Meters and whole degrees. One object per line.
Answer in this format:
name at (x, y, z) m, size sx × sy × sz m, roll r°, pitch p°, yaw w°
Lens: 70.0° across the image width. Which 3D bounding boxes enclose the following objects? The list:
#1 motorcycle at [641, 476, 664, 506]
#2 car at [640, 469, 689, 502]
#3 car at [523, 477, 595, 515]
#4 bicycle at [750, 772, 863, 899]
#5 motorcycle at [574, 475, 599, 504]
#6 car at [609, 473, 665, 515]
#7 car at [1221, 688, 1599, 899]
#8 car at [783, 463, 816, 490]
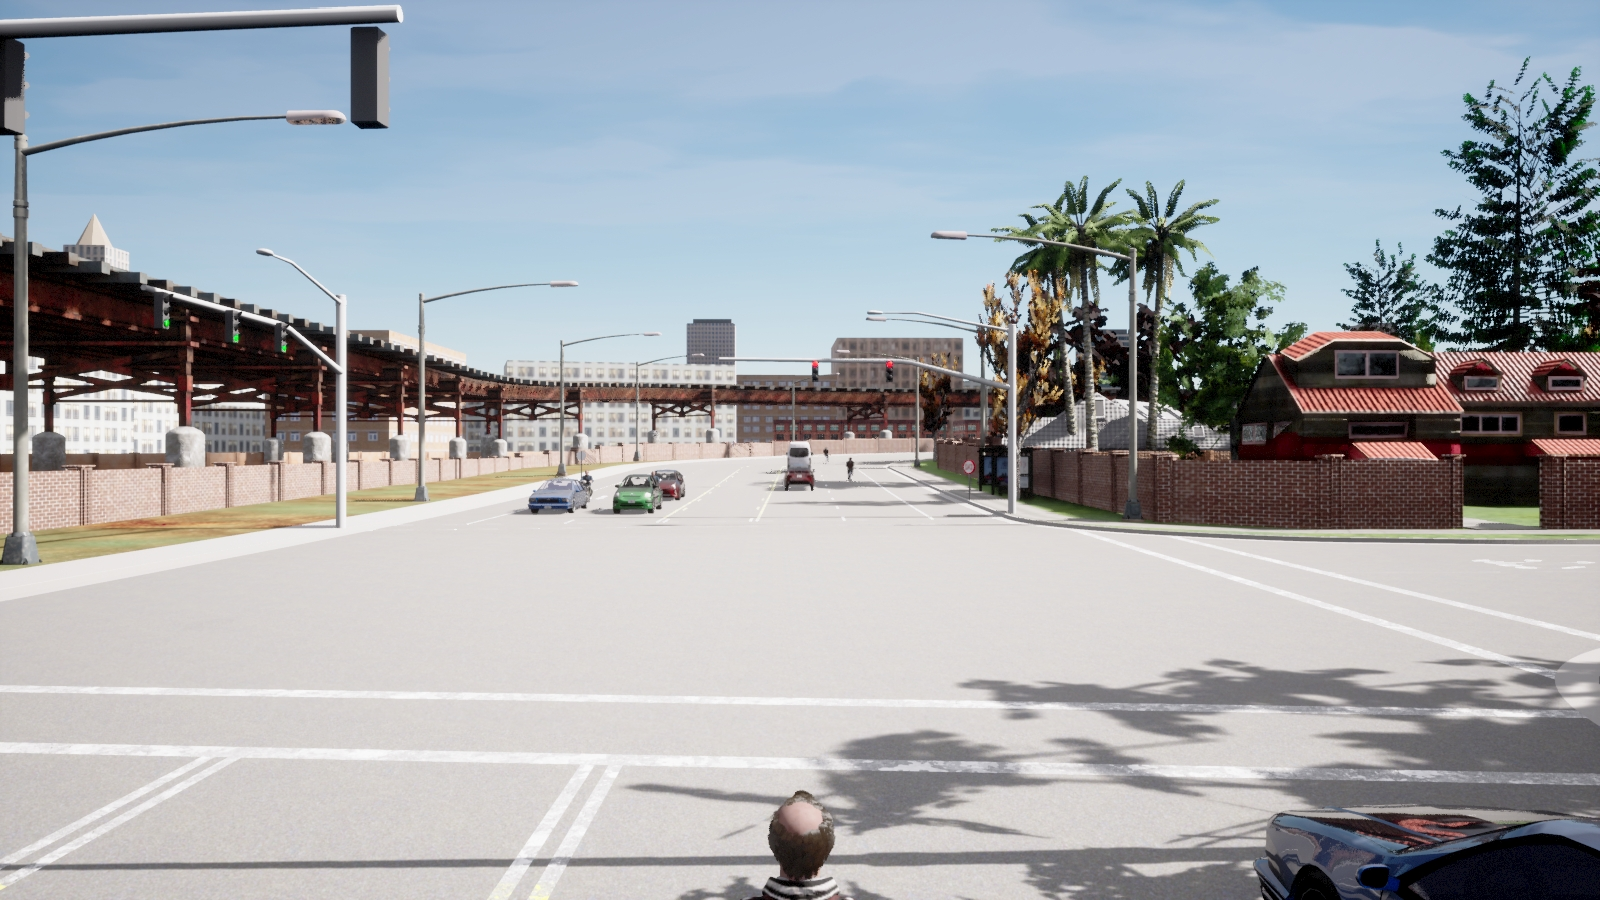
motorcycle at (-7.053, 1.947, 54.746) m, size 0.856 × 1.341 × 1.805 m, roll 0°, pitch 1°, yaw 0°
car at (-7.040, 1.800, 59.633) m, size 2.007 × 1.525 × 4.514 m, roll 0°, pitch 1°, yaw 0°
car at (-10.533, 1.979, 50.381) m, size 2.033 × 1.411 × 5.357 m, roll 0°, pitch 1°, yaw 0°
bicycle at (0.019, 2.048, 3.681) m, size 0.329 × 1.496 × 1.835 m, roll 0°, pitch 0°, yaw 0°
motorcycle at (-10.476, 1.934, 56.002) m, size 0.856 × 1.341 × 1.805 m, roll 0°, pitch 1°, yaw 1°
car at (-7.031, 1.877, 49.699) m, size 1.851 × 1.617 × 3.988 m, roll 0°, pitch 1°, yaw 0°
car at (3.467, 2.106, 4.038) m, size 2.033 × 1.411 × 5.357 m, roll 0°, pitch 0°, yaw 1°
car at (-0.044, 1.622, 70.895) m, size 2.007 × 1.525 × 4.514 m, roll 0°, pitch 1°, yaw 0°
